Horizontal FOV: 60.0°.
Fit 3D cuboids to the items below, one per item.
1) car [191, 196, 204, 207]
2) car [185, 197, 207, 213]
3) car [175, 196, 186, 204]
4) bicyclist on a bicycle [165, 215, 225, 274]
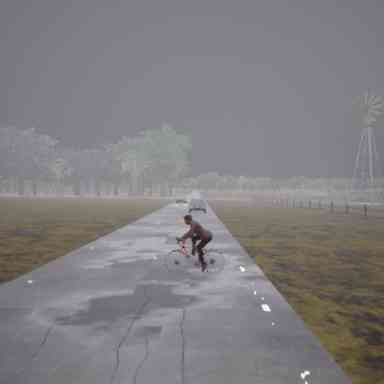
[{"bbox_3d":[0.789,1.414,50.167,1.882,1.535,5.008,0,0,1],"label":"car"},{"bbox_3d":[0.591,1.512,36.295,2.033,1.411,5.357,0,0,1],"label":"car"},{"bbox_3d":[-1.980,1.392,60.357,1.882,1.535,5.008,0,0,1],"label":"car"},{"bbox_3d":[0.063,1.448,9.081,1.656,1.620,0.582,-1,0,1],"label":"bicyclist on a bicycle"}]
